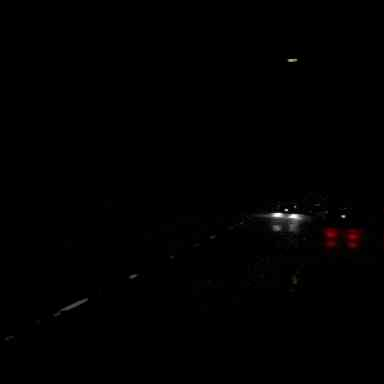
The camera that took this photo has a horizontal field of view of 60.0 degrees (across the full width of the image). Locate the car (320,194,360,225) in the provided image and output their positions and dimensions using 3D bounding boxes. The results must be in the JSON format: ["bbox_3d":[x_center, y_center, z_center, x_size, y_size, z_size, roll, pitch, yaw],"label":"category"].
[{"bbox_3d":[9.340,1.111,20.853,2.128,1.511,4.902,2,2,21],"label":"car"}]

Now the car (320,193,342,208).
[{"bbox_3d":[15.173,0.921,36.491,1.994,1.385,4.181,2,2,20],"label":"car"}]

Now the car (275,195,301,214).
[{"bbox_3d":[8.149,0.942,27.878,2.033,1.411,5.357,2,2,20],"label":"car"}]
